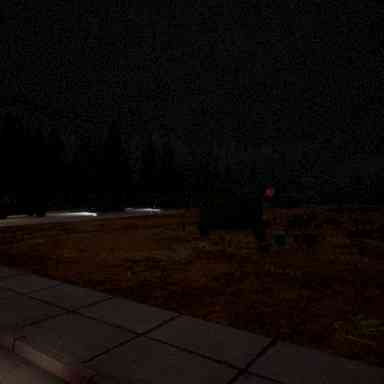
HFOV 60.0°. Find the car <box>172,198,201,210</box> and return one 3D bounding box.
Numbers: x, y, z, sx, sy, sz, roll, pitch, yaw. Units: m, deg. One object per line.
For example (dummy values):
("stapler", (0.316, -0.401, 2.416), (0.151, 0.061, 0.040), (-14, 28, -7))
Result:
("car", (-0.101, 1.534, 44.285), (1.837, 1.490, 4.892), (0, 0, 36))

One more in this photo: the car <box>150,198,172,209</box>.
("car", (-3.373, 1.577, 46.055), (2.033, 1.411, 5.357), (0, 0, 37))

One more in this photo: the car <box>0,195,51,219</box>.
("car", (-15.467, 1.251, 29.694), (2.150, 2.045, 5.566), (0, 0, 36))

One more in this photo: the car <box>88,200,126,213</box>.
("car", (-9.572, 1.594, 37.672), (1.994, 1.385, 4.181), (0, 0, 37))
